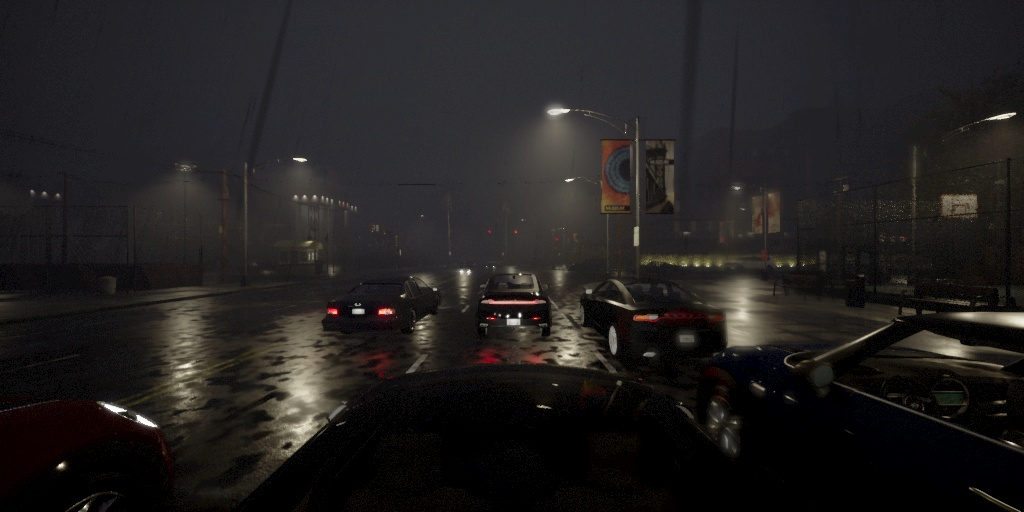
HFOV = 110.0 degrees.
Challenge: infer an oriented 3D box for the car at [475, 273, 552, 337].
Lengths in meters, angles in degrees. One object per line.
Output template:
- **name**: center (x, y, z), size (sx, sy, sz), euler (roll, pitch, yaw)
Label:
- **car**: center (0.054, 1.242, 10.321), size (2.128, 1.511, 4.902), euler (0, 0, 0)

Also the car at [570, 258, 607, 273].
- **car**: center (9.304, 1.101, 43.546), size (4.553, 1.767, 2.097), euler (0, 0, 14)

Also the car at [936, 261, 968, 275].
- **car**: center (45.162, 1.241, 35.795), size (4.902, 1.511, 2.128), euler (0, 0, -1)

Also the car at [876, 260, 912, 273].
- **car**: center (45.096, 1.193, 42.795), size (4.674, 1.442, 1.812), euler (0, 0, -1)

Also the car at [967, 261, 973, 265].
- **car**: center (45.195, 1.297, 32.295), size (5.357, 1.411, 2.033), euler (0, 0, -1)

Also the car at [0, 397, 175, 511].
- **car**: center (-3.403, 1.104, 0.578), size (2.097, 1.767, 4.553), euler (0, 0, 0)

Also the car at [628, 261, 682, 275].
- **car**: center (15.566, 1.297, 39.145), size (5.357, 1.411, 2.033), euler (0, 0, 0)

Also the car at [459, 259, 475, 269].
- **car**: center (-6.797, 1.241, 54.880), size (2.128, 1.511, 4.902), euler (0, 0, 4)

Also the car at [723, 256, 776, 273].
- **car**: center (28.255, 0.971, 42.732), size (5.566, 2.045, 2.150), euler (0, 0, 0)

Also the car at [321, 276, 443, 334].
- **car**: center (-3.443, 1.297, 10.584), size (2.033, 1.411, 5.357), euler (0, 0, 0)

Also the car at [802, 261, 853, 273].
- **car**: center (34.519, 1.241, 39.275), size (4.902, 1.511, 2.128), euler (0, 0, 0)
